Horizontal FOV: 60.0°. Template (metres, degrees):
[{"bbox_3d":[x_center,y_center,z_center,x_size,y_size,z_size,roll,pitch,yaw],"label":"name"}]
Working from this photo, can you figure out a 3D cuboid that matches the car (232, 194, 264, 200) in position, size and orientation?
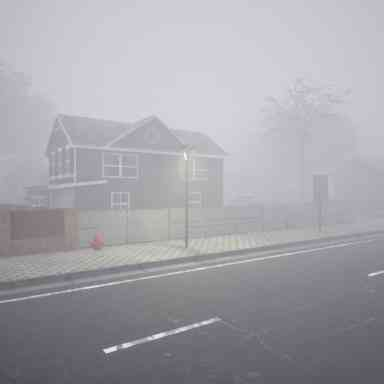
[{"bbox_3d":[7.348,1.270,42.080,2.150,2.045,5.566,0,0,-35],"label":"car"}]
